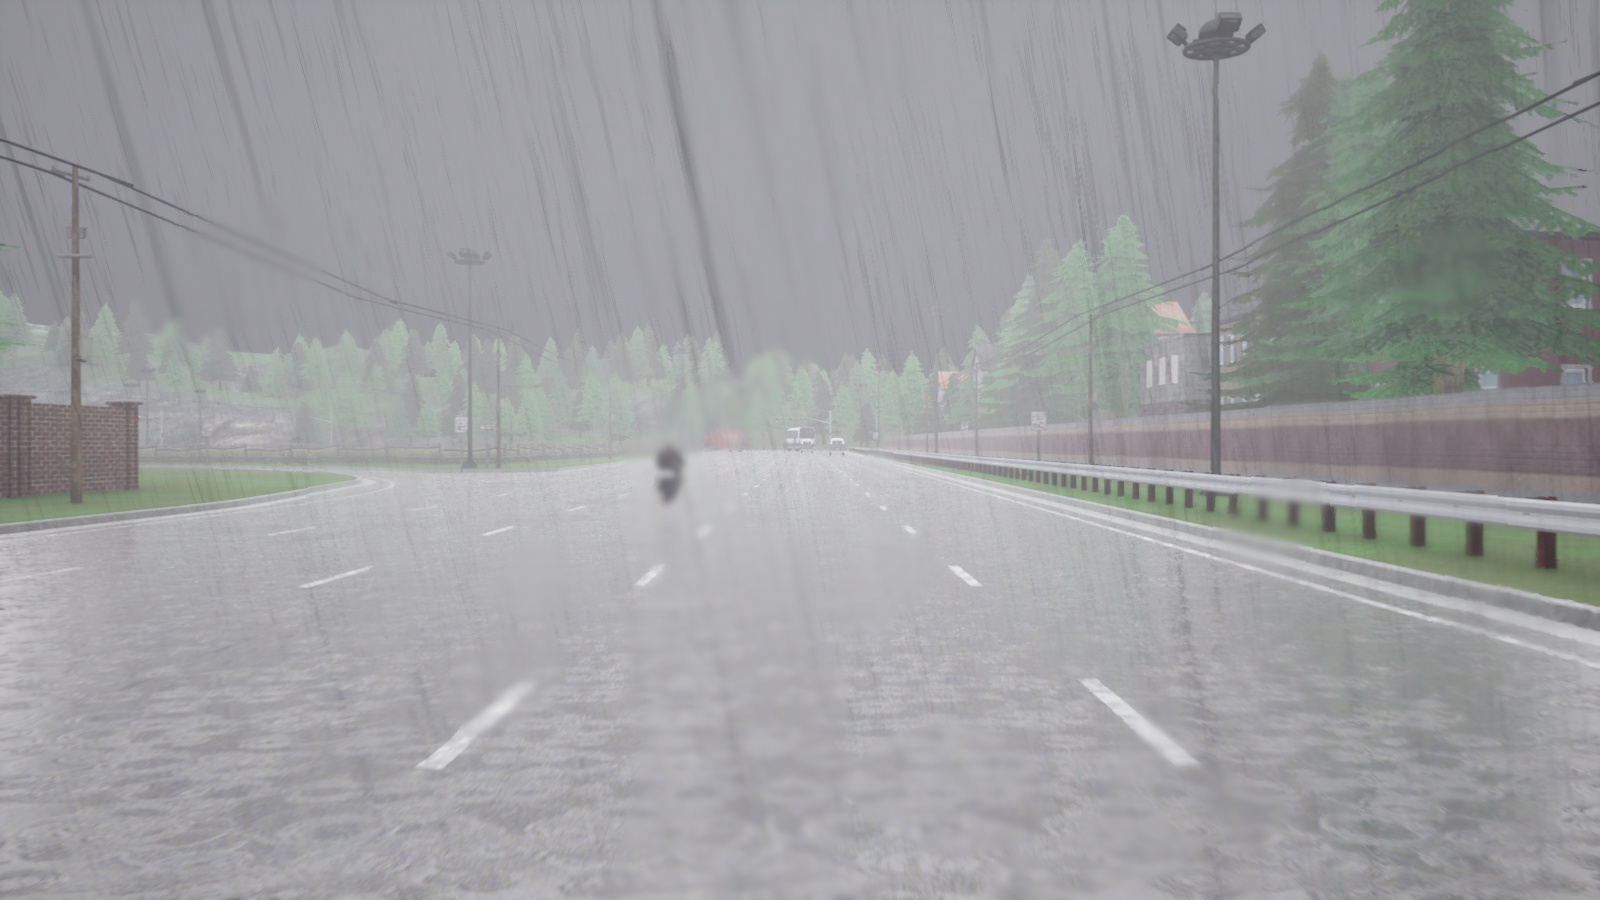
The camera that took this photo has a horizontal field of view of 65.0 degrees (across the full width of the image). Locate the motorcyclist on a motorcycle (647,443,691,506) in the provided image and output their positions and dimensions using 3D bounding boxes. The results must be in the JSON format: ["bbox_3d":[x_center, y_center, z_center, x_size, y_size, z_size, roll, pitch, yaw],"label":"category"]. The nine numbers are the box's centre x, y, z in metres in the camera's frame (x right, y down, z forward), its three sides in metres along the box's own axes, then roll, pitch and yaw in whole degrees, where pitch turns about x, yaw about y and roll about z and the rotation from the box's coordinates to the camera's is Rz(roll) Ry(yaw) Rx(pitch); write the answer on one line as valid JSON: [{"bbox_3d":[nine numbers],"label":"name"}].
[{"bbox_3d":[-3.307,0.599,31.857,0.866,1.530,2.191,0,0,0],"label":"motorcyclist on a motorcycle"}]
